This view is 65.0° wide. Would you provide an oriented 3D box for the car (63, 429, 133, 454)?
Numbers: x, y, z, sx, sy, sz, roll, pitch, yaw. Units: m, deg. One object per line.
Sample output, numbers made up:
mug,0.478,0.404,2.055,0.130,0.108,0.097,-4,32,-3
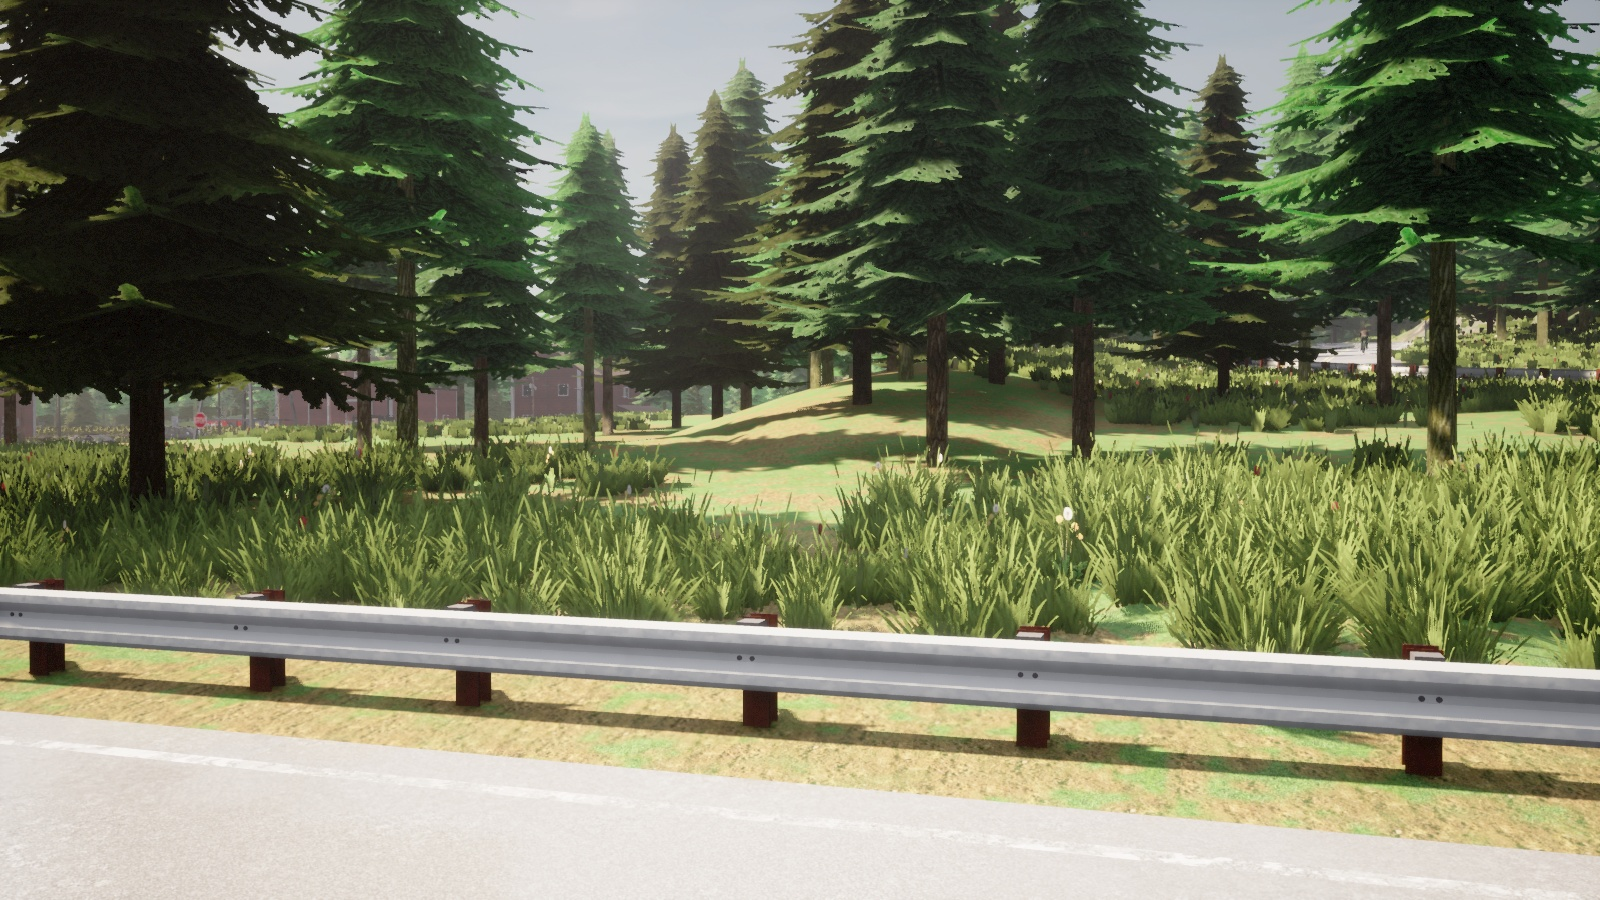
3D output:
car,-43.919,-0.556,78.566,3.633,1.501,1.845,1,1,18
